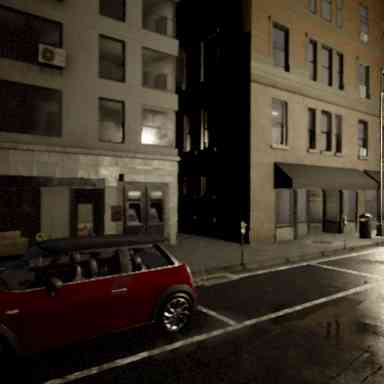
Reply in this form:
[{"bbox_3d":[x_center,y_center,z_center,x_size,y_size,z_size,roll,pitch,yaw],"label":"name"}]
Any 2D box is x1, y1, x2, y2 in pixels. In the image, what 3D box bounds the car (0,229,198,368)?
[{"bbox_3d":[-1.971,1.452,5.128,4.097,1.590,1.967,1,0,-35],"label":"car"}]
